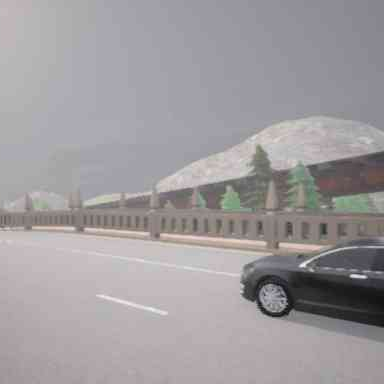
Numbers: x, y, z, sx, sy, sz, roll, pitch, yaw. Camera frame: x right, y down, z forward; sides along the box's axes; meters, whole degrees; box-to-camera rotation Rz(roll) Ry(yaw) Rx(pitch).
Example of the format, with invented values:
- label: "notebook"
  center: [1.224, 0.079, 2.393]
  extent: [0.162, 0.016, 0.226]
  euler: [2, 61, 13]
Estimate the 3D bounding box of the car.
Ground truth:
- label: "car"
  center: [3.206, 1.568, 5.979]
  extent: [4.892, 1.490, 1.837]
  euler: [0, -1, 36]
